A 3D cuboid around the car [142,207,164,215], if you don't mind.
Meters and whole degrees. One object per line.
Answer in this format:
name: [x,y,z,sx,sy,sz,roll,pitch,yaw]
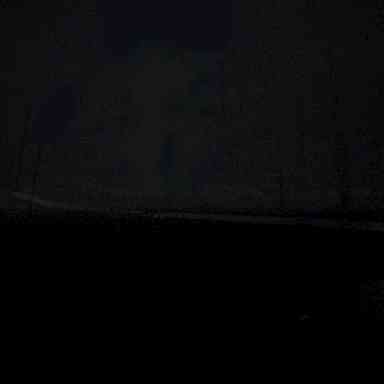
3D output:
car: [-6.827,3.264,58.088,1.895,1.301,4.718,-2,0,-35]
